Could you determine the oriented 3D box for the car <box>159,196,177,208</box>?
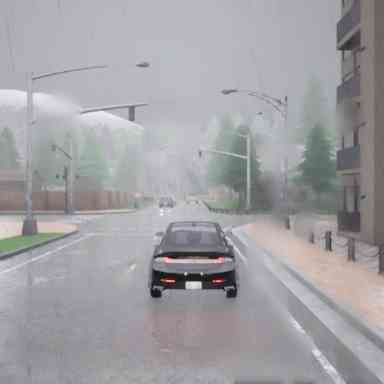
[{"bbox_3d":[-3.615,1.474,47.805,2.128,1.511,4.902,0,0,0],"label":"car"}]

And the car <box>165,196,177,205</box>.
[{"bbox_3d":[-3.608,1.504,57.906,1.812,1.442,4.674,0,0,0],"label":"car"}]

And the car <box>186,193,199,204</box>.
[{"bbox_3d":[0.063,1.193,64.733,2.150,2.045,5.566,0,-1,1],"label":"car"}]

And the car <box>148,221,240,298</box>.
[{"bbox_3d":[0.050,1.488,8.493,2.128,1.511,4.902,0,0,0],"label":"car"}]
